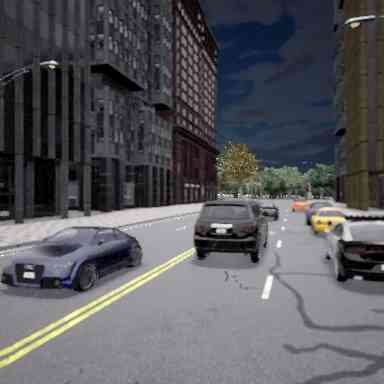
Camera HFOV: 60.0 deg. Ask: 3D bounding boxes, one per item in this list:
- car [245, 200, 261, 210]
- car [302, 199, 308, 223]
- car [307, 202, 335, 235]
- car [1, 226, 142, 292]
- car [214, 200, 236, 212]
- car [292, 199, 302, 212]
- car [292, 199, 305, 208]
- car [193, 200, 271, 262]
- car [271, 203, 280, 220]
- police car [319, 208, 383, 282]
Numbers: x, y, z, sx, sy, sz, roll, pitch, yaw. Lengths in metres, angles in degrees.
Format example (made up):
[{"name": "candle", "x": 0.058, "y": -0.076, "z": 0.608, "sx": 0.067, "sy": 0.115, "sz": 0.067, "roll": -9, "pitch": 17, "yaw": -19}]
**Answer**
[{"name": "car", "x": 9.198, "y": 1.951, "z": 49.786, "sx": 1.994, "sy": 1.385, "sz": 4.181, "roll": 0, "pitch": -1, "yaw": 17}, {"name": "car", "x": 9.649, "y": 1.530, "z": 25.024, "sx": 2.097, "sy": 1.767, "sz": 4.553, "roll": 0, "pitch": -1, "yaw": 17}, {"name": "car", "x": 7.983, "y": 1.593, "z": 19.489, "sx": 1.801, "sy": 1.575, "sz": 5.366, "roll": 0, "pitch": -1, "yaw": 17}, {"name": "car", "x": -3.015, "y": 1.653, "z": 9.226, "sx": 1.994, "sy": 1.385, "sz": 4.181, "roll": 0, "pitch": -1, "yaw": 17}, {"name": "car", "x": 4.666, "y": 1.918, "z": 46.020, "sx": 2.033, "sy": 1.411, "sz": 5.357, "roll": 0, "pitch": 0, "yaw": 17}, {"name": "car", "x": 14.195, "y": 1.669, "z": 43.485, "sx": 2.097, "sy": 1.767, "sz": 4.553, "roll": 0, "pitch": -1, "yaw": 17}, {"name": "car", "x": 18.626, "y": 1.972, "z": 58.227, "sx": 2.033, "sy": 1.411, "sz": 5.357, "roll": 0, "pitch": 0, "yaw": 17}, {"name": "car", "x": 1.691, "y": 1.325, "z": 12.896, "sx": 2.150, "sy": 2.045, "sz": 5.566, "roll": 0, "pitch": -1, "yaw": 17}, {"name": "car", "x": 6.922, "y": 1.724, "z": 30.275, "sx": 2.128, "sy": 1.511, "sz": 4.902, "roll": 0, "pitch": 0, "yaw": 17}, {"name": "police car", "x": 5.078, "y": 1.492, "z": 9.837, "sx": 1.930, "sy": 1.638, "sz": 5.238, "roll": 0, "pitch": -1, "yaw": 17}]
